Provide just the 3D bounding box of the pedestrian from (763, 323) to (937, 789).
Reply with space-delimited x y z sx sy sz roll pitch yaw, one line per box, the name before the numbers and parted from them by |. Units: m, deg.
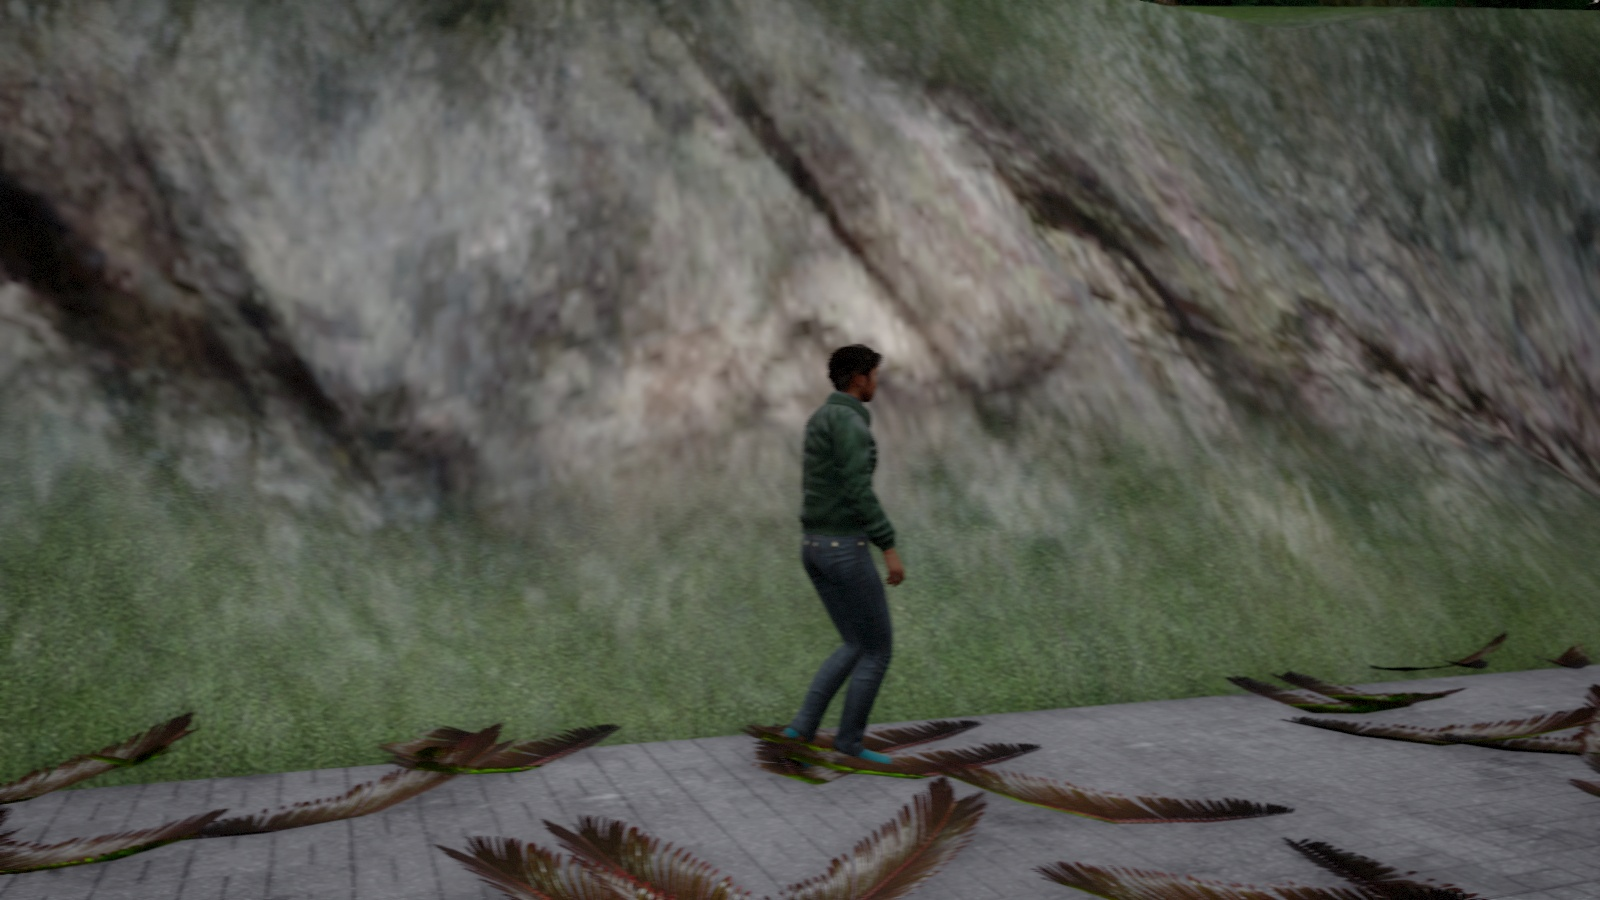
pedestrian | 0.207 0.414 5.246 0.614 1.847 0.353 -1 1 -21
